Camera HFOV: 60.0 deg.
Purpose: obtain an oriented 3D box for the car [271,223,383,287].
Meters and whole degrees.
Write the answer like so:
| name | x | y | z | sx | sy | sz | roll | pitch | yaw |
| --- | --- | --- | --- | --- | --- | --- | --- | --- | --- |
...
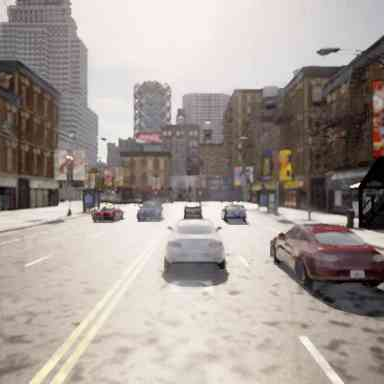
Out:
| name | x | y | z | sx | sy | sz | roll | pitch | yaw |
| --- | --- | --- | --- | --- | --- | --- | --- | --- | --- |
| car | 3.578 | 1.612 | 9.475 | 1.812 | 1.442 | 4.674 | 0 | 0 | 0 |

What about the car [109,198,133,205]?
| name | x | y | z | sx | sy | sz | roll | pitch | yaw |
| --- | --- | --- | --- | --- | --- | --- | --- | --- | --- |
| car | -14.885 | 2.097 | 69.172 | 1.895 | 1.301 | 4.718 | 0 | -1 | -39 |

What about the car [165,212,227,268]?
| name | x | y | z | sx | sy | sz | roll | pitch | yaw |
| --- | --- | --- | --- | --- | --- | --- | --- | --- | --- |
| car | 0.090 | 1.629 | 11.501 | 1.812 | 1.442 | 4.674 | 0 | 0 | 0 |

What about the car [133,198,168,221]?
| name | x | y | z | sx | sy | sz | roll | pitch | yaw |
| --- | --- | --- | --- | --- | --- | --- | --- | --- | --- |
| car | -3.599 | 1.614 | 29.487 | 2.097 | 1.767 | 4.553 | 0 | -1 | 0 |

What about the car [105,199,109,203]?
| name | x | y | z | sx | sy | sz | roll | pitch | yaw |
| --- | --- | --- | --- | --- | --- | --- | --- | --- | --- |
| car | -20.450 | 2.390 | 90.032 | 4.718 | 1.301 | 1.895 | 0 | -1 | 30 |

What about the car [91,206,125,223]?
| name | x | y | z | sx | sy | sz | roll | pitch | yaw |
| --- | --- | --- | --- | --- | --- | --- | --- | --- | --- |
| car | -7.098 | 1.853 | 28.466 | 1.895 | 1.301 | 4.718 | 0 | -1 | 0 |

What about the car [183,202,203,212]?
| name | x | y | z | sx | sy | sz | roll | pitch | yaw |
| --- | --- | --- | --- | --- | --- | --- | --- | --- | --- |
| car | 0.098 | 1.795 | 34.016 | 2.128 | 1.511 | 4.902 | 0 | -1 | 0 |

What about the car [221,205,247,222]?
| name | x | y | z | sx | sy | sz | roll | pitch | yaw |
| --- | --- | --- | --- | --- | --- | --- | --- | --- | --- |
| car | 3.596 | 1.809 | 29.119 | 2.033 | 1.411 | 5.357 | 0 | -1 | 0 |
